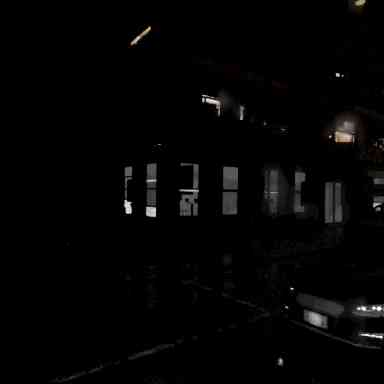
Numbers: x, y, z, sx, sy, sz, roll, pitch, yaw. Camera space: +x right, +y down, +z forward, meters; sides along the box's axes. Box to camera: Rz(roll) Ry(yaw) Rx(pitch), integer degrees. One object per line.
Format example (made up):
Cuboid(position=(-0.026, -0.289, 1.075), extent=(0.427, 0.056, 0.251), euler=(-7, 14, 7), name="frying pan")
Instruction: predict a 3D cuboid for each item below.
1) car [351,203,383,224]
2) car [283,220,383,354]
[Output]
Cuboid(position=(7.526, 1.321, 11.946), extent=(5.009, 1.841, 2.192), euler=(0, 1, -36), name="car")
Cuboid(position=(3.697, 1.494, 6.033), extent=(4.902, 1.511, 2.128), euler=(0, 0, -36), name="car")
